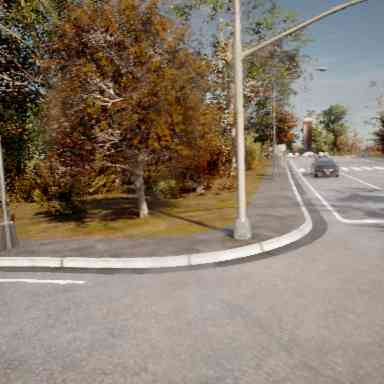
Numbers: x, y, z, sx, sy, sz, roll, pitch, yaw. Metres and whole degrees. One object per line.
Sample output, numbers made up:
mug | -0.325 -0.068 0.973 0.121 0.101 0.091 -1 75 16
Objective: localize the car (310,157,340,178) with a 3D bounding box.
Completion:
car | 10.916 -2.068 27.546 1.837 1.490 4.892 -1 7 15
